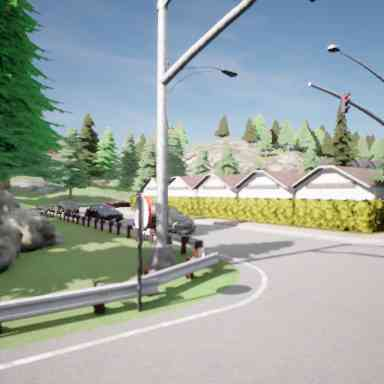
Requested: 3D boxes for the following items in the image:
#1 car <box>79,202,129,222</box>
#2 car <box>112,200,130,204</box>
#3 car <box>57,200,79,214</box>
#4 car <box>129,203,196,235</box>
[{"bbox_3d":[-7.675,1.808,28.671,2.033,1.411,5.357,0,0,-35],"label":"car"},{"bbox_3d":[-11.426,1.920,53.013,1.895,1.301,4.718,0,0,33],"label":"car"},{"bbox_3d":[-14.403,1.764,38.593,1.837,1.490,4.892,0,0,-31],"label":"car"},{"bbox_3d":[-1.710,1.612,20.197,2.097,1.767,4.553,0,0,-35],"label":"car"}]
